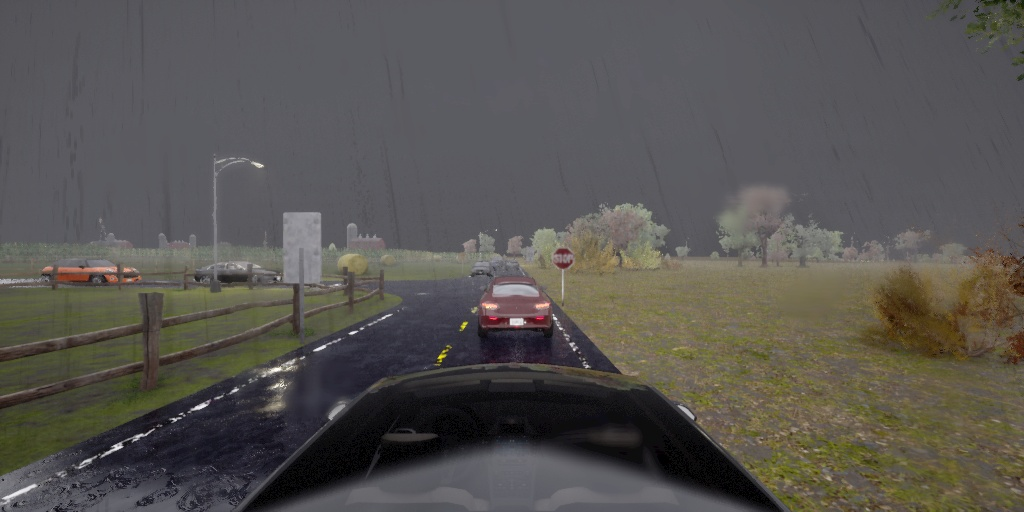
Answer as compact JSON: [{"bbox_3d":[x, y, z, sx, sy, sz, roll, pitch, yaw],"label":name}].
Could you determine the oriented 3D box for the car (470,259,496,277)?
[{"bbox_3d":[-2.889,1.267,35.034,1.837,1.490,4.892,0,0,0],"label":"car"}]

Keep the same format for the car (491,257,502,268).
[{"bbox_3d":[-2.876,1.354,58.540,1.994,1.385,4.181,0,0,1],"label":"car"}]

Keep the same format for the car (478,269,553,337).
[{"bbox_3d":[0.053,1.275,10.153,1.812,1.442,4.674,0,0,-1],"label":"car"}]

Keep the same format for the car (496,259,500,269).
[{"bbox_3d":[-2.903,1.374,46.756,1.895,1.301,4.718,0,0,0],"label":"car"}]

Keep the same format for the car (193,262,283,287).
[{"bbox_3d":[-17.355,1.151,22.861,4.902,1.511,2.128,0,1,-1],"label":"car"}]

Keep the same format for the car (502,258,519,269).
[{"bbox_3d":[0.030,1.273,53.137,2.128,1.511,4.902,0,0,0],"label":"car"}]

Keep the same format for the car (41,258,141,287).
[{"bbox_3d":[-26.560,0.949,22.754,4.553,1.767,2.097,0,1,-1],"label":"car"}]
